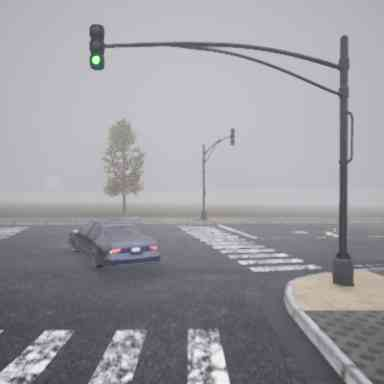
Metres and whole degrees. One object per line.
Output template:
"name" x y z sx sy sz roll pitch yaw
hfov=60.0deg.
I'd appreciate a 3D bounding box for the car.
"car" -2.994 1.702 12.000 2.033 1.411 5.357 1 1 -32
